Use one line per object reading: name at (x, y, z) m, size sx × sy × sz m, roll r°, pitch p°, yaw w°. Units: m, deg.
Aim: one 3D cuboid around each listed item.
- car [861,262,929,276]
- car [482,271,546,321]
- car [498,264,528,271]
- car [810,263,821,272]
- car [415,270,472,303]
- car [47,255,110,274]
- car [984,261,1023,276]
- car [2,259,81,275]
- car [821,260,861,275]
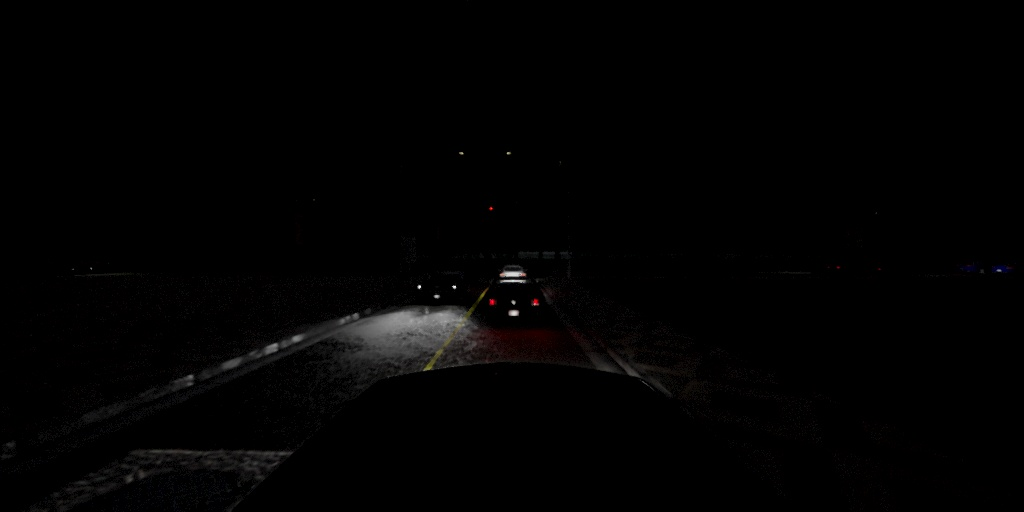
car at (39.068, 1.382, 36.440) m, size 4.718 × 1.301 × 1.895 m, roll 0°, pitch 0°, yaw 1°
car at (0.081, 1.353, 12.469) m, size 1.895 × 1.301 × 4.718 m, roll 0°, pitch 0°, yaw 1°
car at (0.065, 1.281, 23.827) m, size 1.812 × 1.442 × 4.674 m, roll 0°, pitch 0°, yaw 0°
car at (38.656, 1.244, 43.030) m, size 4.902 × 1.511 × 2.128 m, roll 0°, pitch 0°, yaw 1°
car at (-3.078, 1.354, 16.888) m, size 1.895 × 1.301 × 4.718 m, roll 0°, pitch 0°, yaw 0°
car at (-48.124, 0.938, 39.650) m, size 5.566 × 2.045 × 2.150 m, roll 0°, pitch 0°, yaw -2°
car at (51.749, 1.307, 36.393) m, size 4.674 × 1.442 × 1.812 m, roll 0°, pitch 0°, yaw 0°
car at (-47.989, 1.275, 36.400) m, size 5.357 × 1.411 × 2.033 m, roll 0°, pitch 0°, yaw -2°
car at (38.128, 1.314, 39.707) m, size 5.357 × 1.411 × 2.033 m, roll 0°, pitch 0°, yaw 1°
